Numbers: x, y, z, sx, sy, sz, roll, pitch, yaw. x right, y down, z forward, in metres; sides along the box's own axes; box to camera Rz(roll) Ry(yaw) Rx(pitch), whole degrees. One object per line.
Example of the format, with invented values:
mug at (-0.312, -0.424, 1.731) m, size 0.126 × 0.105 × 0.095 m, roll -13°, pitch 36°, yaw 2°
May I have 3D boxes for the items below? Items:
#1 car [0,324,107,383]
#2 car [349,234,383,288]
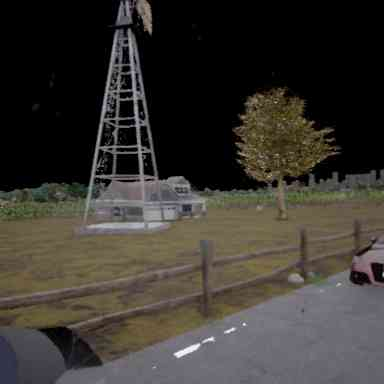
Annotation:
car at (-2.676, 1.546, 1.187) m, size 4.902 × 1.511 × 2.128 m, roll 0°, pitch -1°, yaw -38°
car at (5.758, 1.640, 8.613) m, size 4.181 × 1.385 × 1.994 m, roll 0°, pitch -1°, yaw -43°
